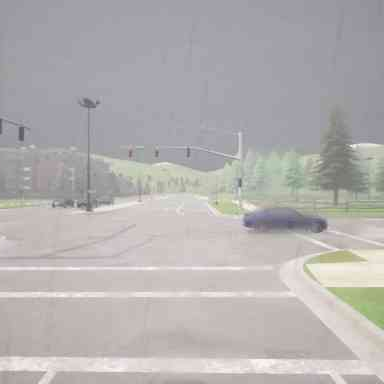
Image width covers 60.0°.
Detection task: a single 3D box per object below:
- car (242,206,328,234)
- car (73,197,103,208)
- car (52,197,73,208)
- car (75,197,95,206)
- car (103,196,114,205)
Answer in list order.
[{"bbox_3d":[5.138,1.525,18.638,4.674,1.442,1.812,0,0,-1],"label":"car"},{"bbox_3d":[-14.934,1.547,48.121,2.033,1.411,5.357,0,0,0],"label":"car"},{"bbox_3d":[-18.438,1.491,47.741,2.128,1.511,4.902,0,0,0],"label":"car"},{"bbox_3d":[-18.421,1.564,57.494,1.994,1.385,4.181,0,0,0],"label":"car"},{"bbox_3d":[-14.920,1.505,58.203,1.837,1.490,4.892,0,0,0],"label":"car"}]
